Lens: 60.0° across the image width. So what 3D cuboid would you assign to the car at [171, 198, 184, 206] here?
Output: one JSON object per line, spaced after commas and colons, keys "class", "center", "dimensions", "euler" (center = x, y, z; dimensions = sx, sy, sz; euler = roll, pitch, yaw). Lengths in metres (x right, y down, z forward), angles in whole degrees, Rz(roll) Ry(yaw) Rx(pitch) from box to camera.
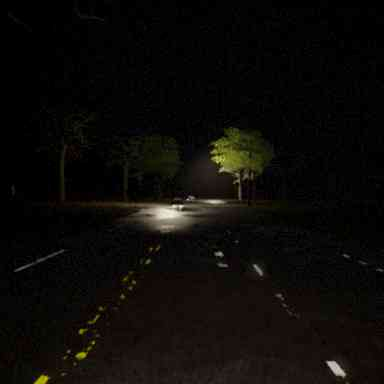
{"class": "car", "center": [-2.468, 1.643, 56.644], "dimensions": [1.994, 1.385, 4.181], "euler": [1, -1, 1]}
